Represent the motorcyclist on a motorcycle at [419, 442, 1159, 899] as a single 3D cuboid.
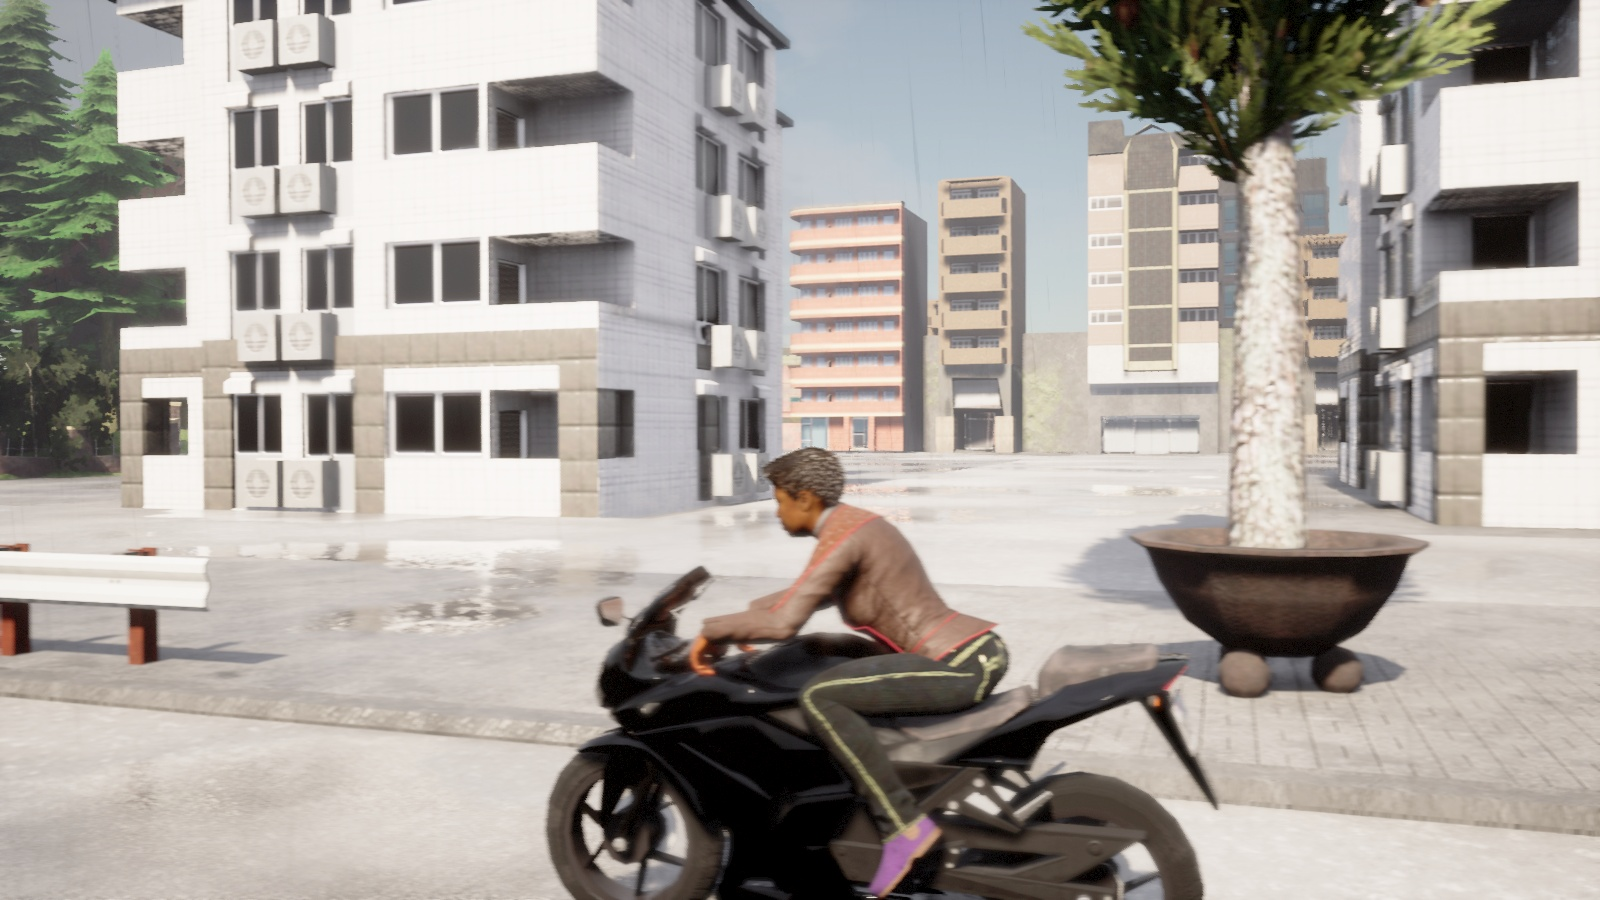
[{"bbox_3d":[-0.020,0.749,3.730,2.044,1.523,0.797,1,1,19],"label":"motorcyclist on a motorcycle"}]
